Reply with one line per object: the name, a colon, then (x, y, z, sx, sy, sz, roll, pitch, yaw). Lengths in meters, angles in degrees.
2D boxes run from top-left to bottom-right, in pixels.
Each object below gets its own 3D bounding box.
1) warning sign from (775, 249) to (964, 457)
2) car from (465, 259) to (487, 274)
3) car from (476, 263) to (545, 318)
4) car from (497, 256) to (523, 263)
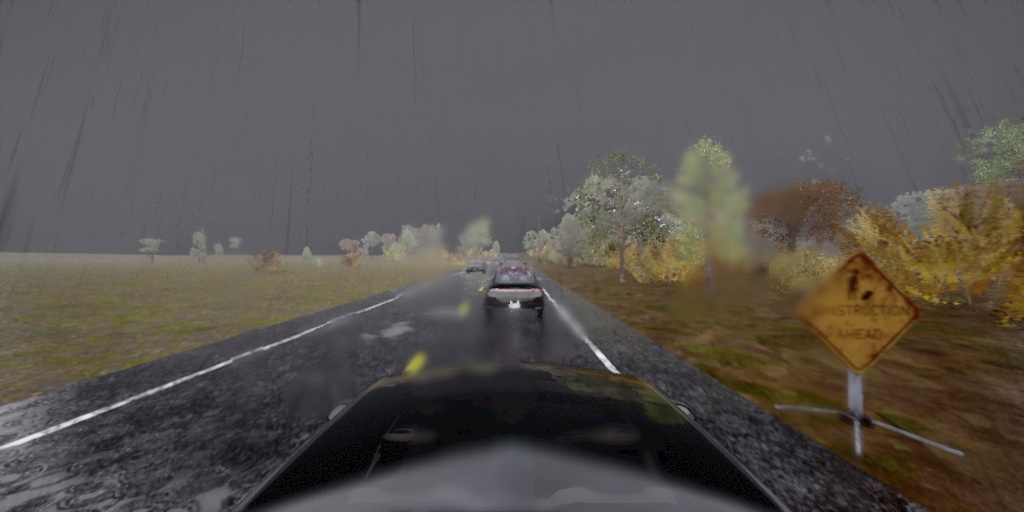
warning sign: (3.550, 0.854, 3.701, 1.300, 1.860, 1.060, 0, 0, 0)
car: (-3.592, 1.043, 36.736, 1.837, 1.490, 4.892, 0, 0, 0)
car: (0.092, 1.181, 12.614, 2.128, 1.511, 4.902, 0, 1, 0)
car: (0.094, 0.940, 28.978, 2.097, 1.767, 4.553, 0, 0, 0)
